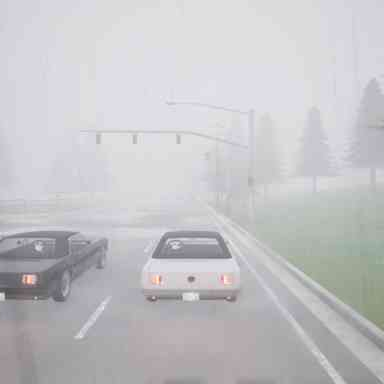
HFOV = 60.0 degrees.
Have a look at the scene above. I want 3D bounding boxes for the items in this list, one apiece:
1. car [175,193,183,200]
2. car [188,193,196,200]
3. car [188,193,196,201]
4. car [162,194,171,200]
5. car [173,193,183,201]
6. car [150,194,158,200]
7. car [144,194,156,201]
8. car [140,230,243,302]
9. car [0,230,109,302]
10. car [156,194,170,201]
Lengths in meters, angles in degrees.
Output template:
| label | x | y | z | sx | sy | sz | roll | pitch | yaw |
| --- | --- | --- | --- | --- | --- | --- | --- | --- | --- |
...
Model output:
| label | x | y | z | sx | sy | sz | roll | pitch | yaw |
| --- | --- | --- | --- | --- | --- | --- | --- | --- | --- |
| car | -3.570 | 1.186 | 92.446 | 2.097 | 1.767 | 4.553 | 0 | 0 | 0 |
| car | -0.070 | 1.186 | 92.449 | 2.097 | 1.767 | 4.553 | 0 | 0 | 0 |
| car | -0.062 | 1.515 | 82.059 | 2.128 | 1.511 | 4.902 | 0 | 0 | 0 |
| car | -7.070 | 1.370 | 92.473 | 2.033 | 1.411 | 5.357 | 0 | 0 | 0 |
| car | -3.562 | 1.346 | 82.443 | 2.097 | 1.767 | 4.553 | 0 | 0 | 0 |
| car | -10.570 | 1.355 | 92.471 | 1.812 | 1.442 | 4.674 | 0 | 0 | 0 |
| car | -10.562 | 1.586 | 82.498 | 1.895 | 1.301 | 4.718 | 0 | 0 | 0 |
| car | 0.007 | 1.601 | 8.222 | 1.895 | 1.301 | 4.718 | 0 | 0 | 0 |
| car | -3.493 | 1.601 | 8.219 | 1.895 | 1.301 | 4.718 | 0 | 0 | 0 |
| car | -7.062 | 1.515 | 82.053 | 2.128 | 1.511 | 4.902 | 0 | 0 | 0 |
